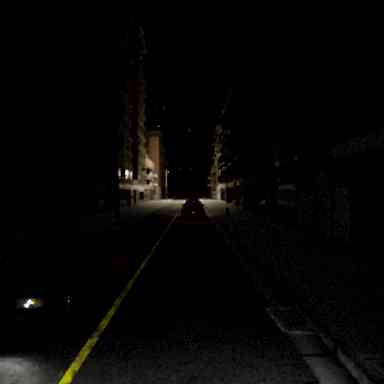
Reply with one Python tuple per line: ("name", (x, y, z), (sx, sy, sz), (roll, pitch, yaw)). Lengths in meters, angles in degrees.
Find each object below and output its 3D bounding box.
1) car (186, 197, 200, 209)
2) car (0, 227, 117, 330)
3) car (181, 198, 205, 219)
("car", (0.086, 1.504, 46.011), (1.812, 1.442, 4.674), (0, 0, 0))
("car", (-3.082, 1.543, 7.425), (2.033, 1.411, 5.357), (0, 0, 0))
("car", (0.090, 1.464, 28.838), (1.882, 1.535, 5.008), (0, 0, 0))
